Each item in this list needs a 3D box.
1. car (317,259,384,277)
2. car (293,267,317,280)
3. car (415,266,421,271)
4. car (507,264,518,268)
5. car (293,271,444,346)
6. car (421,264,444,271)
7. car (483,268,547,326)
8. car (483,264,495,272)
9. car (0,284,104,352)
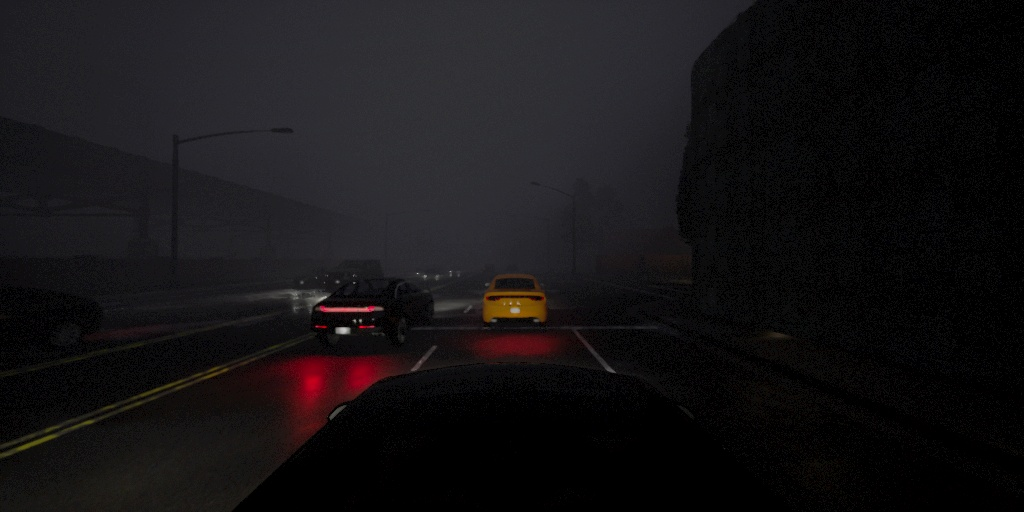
[{"bbox_3d":[-10.617,1.240,24.577,2.150,2.045,5.566,0,-1,0],"label":"car"},{"bbox_3d":[-14.119,1.534,26.555,2.128,1.511,4.902,0,-1,0],"label":"car"},{"bbox_3d":[-14.123,1.963,58.272,2.033,1.411,5.357,0,-1,0],"label":"car"},{"bbox_3d":[0.055,2.001,60.176,1.994,1.385,4.181,0,-1,0],"label":"car"},{"bbox_3d":[-3.420,1.336,9.717,2.128,1.511,4.902,0,-1,0],"label":"car"},{"bbox_3d":[-10.633,1.786,49.183,1.882,1.535,5.008,0,-1,0],"label":"car"},{"bbox_3d":[0.086,1.351,12.201,1.882,1.535,5.008,0,0,0],"label":"car"},{"bbox_3d":[-3.440,1.920,54.652,2.033,1.411,5.357,0,-1,0],"label":"car"},{"bbox_3d":[-10.603,1.310,6.405,1.837,1.490,4.892,0,-1,0],"label":"car"}]
